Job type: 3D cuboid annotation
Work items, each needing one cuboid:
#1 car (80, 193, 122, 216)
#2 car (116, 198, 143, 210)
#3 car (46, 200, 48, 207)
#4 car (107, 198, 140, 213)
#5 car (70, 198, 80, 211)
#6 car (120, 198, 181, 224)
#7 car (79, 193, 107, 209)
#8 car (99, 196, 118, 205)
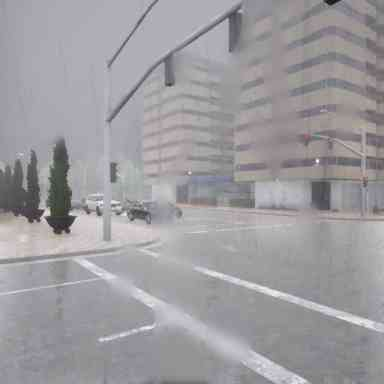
[{"bbox_3d":[-8.847,1.222,32.827,2.150,2.045,5.566,0,0,-35],"label":"car"},{"bbox_3d":[-8.512,1.564,44.919,1.994,1.385,4.181,0,0,-35],"label":"car"},{"bbox_3d":[-20.423,1.478,49.488,1.882,1.535,5.008,0,0,-34],"label":"car"},{"bbox_3d":[-7.810,1.505,37.460,1.837,1.490,4.892,0,0,-35],"label":"car"},{"bbox_3d":[-14.457,1.526,40.856,1.812,1.442,4.674,0,0,-35],"label":"car"},{"bbox_3d":[-3.197,1.491,24.737,2.128,1.511,4.902,0,0,-35],"label":"car"},{"bbox_3d":[-13.708,1.221,45.944,2.150,2.045,5.566,0,0,-34],"label":"car"},{"bbox_3d":[-15.409,1.526,60.905,1.812,1.442,4.674,0,0,-35],"label":"car"}]
